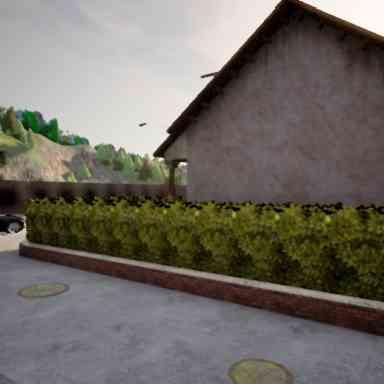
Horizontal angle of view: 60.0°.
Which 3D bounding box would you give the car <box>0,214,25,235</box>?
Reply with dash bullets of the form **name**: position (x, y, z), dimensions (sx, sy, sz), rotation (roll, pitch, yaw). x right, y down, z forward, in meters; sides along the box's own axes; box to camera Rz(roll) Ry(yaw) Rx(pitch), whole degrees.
- **car**: position (-11.030, 1.465, 16.685), dimensions (1.882, 1.535, 5.008), rotation (0, 0, 36)
